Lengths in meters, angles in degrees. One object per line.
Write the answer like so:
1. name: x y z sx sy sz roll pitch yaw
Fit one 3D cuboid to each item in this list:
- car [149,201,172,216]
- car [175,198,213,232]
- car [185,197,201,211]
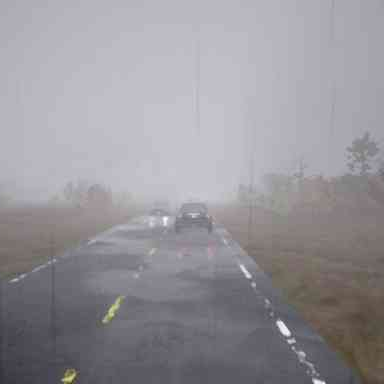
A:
1. car: -2.994 1.544 32.670 2.033 1.411 5.357 0 0 0
2. car: 0.107 1.350 20.274 2.097 1.767 4.553 0 0 0
3. car: 0.117 1.472 42.712 1.882 1.535 5.008 0 0 0
